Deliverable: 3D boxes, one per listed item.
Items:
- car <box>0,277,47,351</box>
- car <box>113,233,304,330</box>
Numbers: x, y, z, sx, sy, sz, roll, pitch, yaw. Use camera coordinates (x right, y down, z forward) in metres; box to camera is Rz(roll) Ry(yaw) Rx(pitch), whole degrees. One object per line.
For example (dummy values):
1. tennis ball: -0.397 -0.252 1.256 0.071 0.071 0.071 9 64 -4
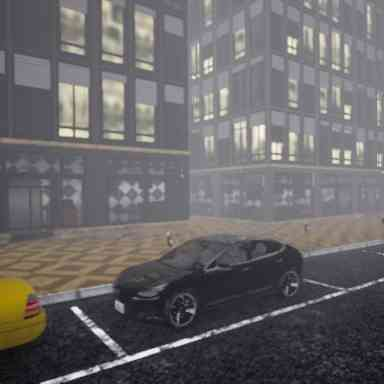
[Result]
1. car: -4.287 1.520 3.684 4.829 1.417 1.752 0 -1 -36
2. car: 0.543 1.583 6.924 4.313 1.339 1.947 0 -1 -36
